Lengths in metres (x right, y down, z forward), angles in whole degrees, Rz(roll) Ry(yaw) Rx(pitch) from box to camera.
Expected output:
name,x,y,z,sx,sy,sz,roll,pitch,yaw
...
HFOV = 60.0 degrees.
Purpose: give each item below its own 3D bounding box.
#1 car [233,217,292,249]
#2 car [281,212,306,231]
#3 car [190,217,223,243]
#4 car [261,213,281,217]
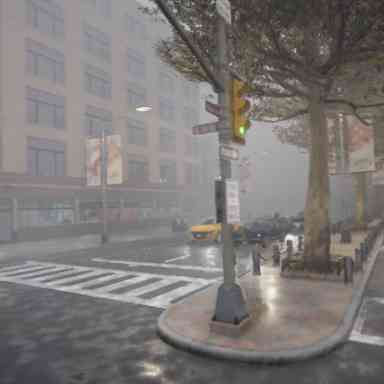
name,x,y,z,sx,sy,sz,roll,pitch,yaw
car,3.813,2.288,18.527,1.895,1.301,4.718,-3,-3,32
car,9.299,2.383,27.296,2.128,1.511,4.902,-3,-3,32
car,1.720,2.366,21.785,1.882,1.535,5.008,-3,-3,32
car,7.300,2.643,30.674,2.033,1.411,5.357,-3,-3,32
